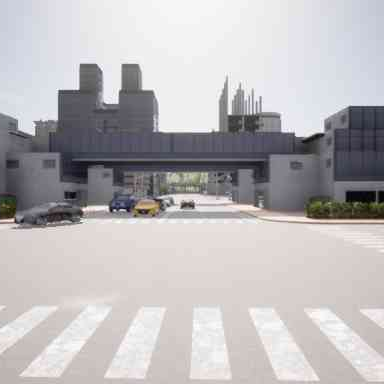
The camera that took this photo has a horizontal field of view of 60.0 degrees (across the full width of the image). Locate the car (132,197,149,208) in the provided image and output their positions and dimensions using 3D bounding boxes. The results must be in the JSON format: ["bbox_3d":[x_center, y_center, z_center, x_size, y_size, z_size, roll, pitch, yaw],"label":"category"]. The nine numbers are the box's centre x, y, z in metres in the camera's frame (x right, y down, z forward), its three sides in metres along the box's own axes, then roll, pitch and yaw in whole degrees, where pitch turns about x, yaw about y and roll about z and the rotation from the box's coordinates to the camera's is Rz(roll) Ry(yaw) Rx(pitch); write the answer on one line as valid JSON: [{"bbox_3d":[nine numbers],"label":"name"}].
[{"bbox_3d":[-7.744,1.541,50.584,1.812,1.442,4.674,0,0,0],"label":"car"}]

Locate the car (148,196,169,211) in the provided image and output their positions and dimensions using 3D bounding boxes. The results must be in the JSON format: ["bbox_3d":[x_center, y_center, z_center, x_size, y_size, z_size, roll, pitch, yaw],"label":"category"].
[{"bbox_3d":[-4.271,1.520,41.105,1.837,1.490,4.892,0,0,0],"label":"car"}]

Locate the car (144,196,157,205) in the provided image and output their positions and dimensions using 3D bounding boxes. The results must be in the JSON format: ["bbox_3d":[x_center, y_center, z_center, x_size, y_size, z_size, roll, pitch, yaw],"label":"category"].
[{"bbox_3d":[-7.743,1.540,62.080,1.812,1.442,4.674,0,0,1],"label":"car"}]

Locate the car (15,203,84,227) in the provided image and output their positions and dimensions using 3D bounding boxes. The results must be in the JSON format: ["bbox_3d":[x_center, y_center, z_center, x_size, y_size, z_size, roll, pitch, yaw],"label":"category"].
[{"bbox_3d":[-9.739,1.507,23.052,2.128,1.511,4.902,1,0,28],"label":"car"}]

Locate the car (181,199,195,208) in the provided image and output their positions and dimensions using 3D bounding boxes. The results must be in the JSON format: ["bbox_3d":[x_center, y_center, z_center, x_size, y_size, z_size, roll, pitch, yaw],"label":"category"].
[{"bbox_3d":[-0.582,1.615,47.447,1.895,1.301,4.718,0,0,0],"label":"car"}]

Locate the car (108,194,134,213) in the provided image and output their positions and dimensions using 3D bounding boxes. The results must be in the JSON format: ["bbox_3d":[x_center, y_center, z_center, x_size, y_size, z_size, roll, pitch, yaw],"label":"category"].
[{"bbox_3d":[-7.769,1.238,37.456,2.150,2.045,5.566,0,0,0],"label":"car"}]

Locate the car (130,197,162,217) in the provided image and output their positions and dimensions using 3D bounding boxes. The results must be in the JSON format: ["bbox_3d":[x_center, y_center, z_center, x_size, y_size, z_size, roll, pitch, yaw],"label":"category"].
[{"bbox_3d":[-4.267,1.493,31.670,1.882,1.535,5.008,0,0,0],"label":"car"}]

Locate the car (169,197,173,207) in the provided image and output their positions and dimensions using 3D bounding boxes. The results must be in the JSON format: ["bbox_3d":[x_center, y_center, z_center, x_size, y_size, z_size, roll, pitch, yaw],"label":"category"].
[{"bbox_3d":[-4.262,1.540,50.366,1.812,1.442,4.674,0,0,0],"label":"car"}]
